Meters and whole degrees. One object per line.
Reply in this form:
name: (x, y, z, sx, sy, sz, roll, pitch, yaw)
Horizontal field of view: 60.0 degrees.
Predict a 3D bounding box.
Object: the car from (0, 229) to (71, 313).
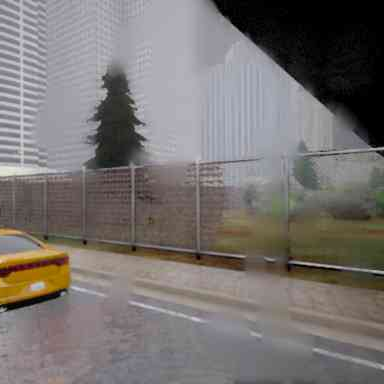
car: (-4.772, 1.563, 7.399, 5.008, 1.535, 1.882, -1, 0, 36)
